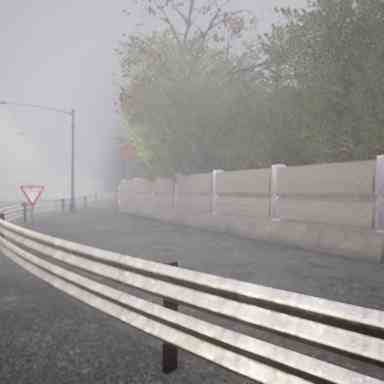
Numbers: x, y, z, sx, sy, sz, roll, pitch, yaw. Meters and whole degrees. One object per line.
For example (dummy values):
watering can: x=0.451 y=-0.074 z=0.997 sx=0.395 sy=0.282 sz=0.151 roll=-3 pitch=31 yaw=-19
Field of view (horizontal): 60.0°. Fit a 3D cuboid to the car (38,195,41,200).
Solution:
car: x=-36.840 y=0.995 z=78.683 sx=1.882 sy=1.535 sz=5.008 roll=0 pitch=0 yaw=-28
